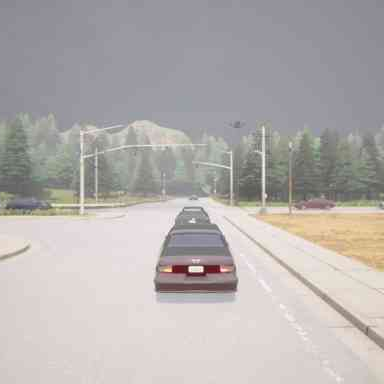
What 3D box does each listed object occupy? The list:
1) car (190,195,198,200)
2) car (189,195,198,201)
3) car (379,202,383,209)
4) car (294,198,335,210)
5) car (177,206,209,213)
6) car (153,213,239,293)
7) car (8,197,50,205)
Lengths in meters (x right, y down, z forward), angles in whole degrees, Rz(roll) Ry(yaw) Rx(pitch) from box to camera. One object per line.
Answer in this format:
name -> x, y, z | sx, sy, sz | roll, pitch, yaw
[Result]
car -> 0.623, 1.409, 91.817 | 1.994, 1.385, 4.181 | 0, 0, 2
car -> 0.257, 1.468, 81.837 | 1.895, 1.301, 4.718 | 0, 0, 2
car -> 25.041, 1.404, 39.990 | 4.674, 1.442, 1.812 | 0, 0, 1
car -> 14.762, 1.440, 40.184 | 4.674, 1.442, 1.812 | 0, 0, 1
car -> 0.066, 1.533, 19.554 | 1.994, 1.385, 4.181 | 0, 0, 1
car -> 0.084, 1.537, 8.947 | 2.033, 1.411, 5.357 | 0, 0, 0
car -> -18.042, 1.387, 37.115 | 4.553, 1.767, 2.097 | 0, 0, 1
